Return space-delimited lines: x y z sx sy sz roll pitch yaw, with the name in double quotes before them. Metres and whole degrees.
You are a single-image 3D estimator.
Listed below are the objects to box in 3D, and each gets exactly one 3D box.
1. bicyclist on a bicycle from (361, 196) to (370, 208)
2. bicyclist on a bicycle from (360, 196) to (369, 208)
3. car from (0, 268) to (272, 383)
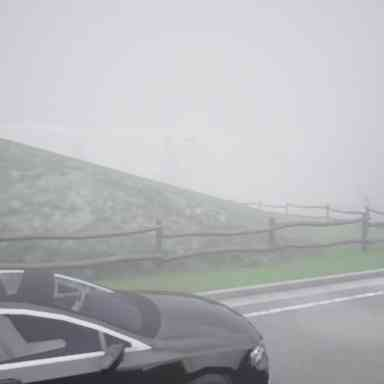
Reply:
"bicyclist on a bicycle" 23.110 1.291 43.714 1.656 1.620 0.582 0 0 -44
"bicyclist on a bicycle" 22.802 1.291 44.036 1.656 1.620 0.582 0 0 -44
"car" -1.588 1.492 2.927 4.902 1.511 2.128 0 0 -23
